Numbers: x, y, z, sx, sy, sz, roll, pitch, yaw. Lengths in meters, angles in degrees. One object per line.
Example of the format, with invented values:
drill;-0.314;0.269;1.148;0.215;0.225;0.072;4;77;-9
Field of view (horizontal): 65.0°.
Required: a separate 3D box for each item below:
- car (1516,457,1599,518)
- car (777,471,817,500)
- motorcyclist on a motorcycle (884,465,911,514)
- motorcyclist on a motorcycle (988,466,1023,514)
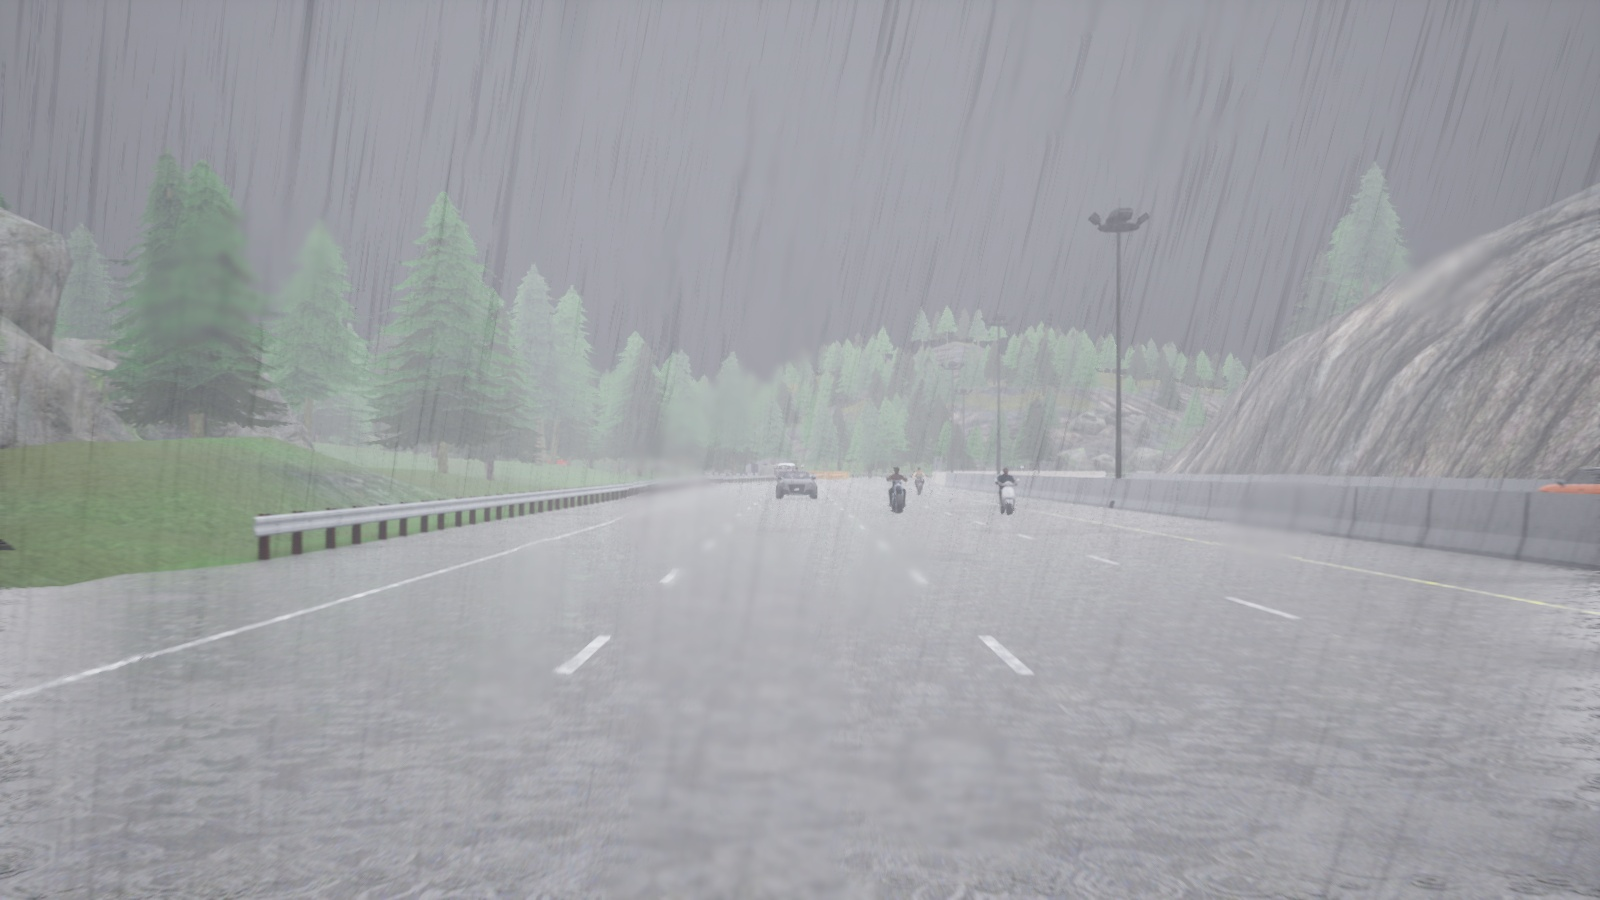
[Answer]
car;24.407;1.112;38.650;2.097;1.767;4.553;0;-1;0
car;-0.152;1.766;63.699;1.994;1.385;4.181;0;-1;0
motorcyclist on a motorcycle;3.395;1.361;43.899;0.766;1.649;2.350;0;-1;0
motorcyclist on a motorcycle;6.899;1.326;42.167;0.866;1.590;1.817;0;-1;0
